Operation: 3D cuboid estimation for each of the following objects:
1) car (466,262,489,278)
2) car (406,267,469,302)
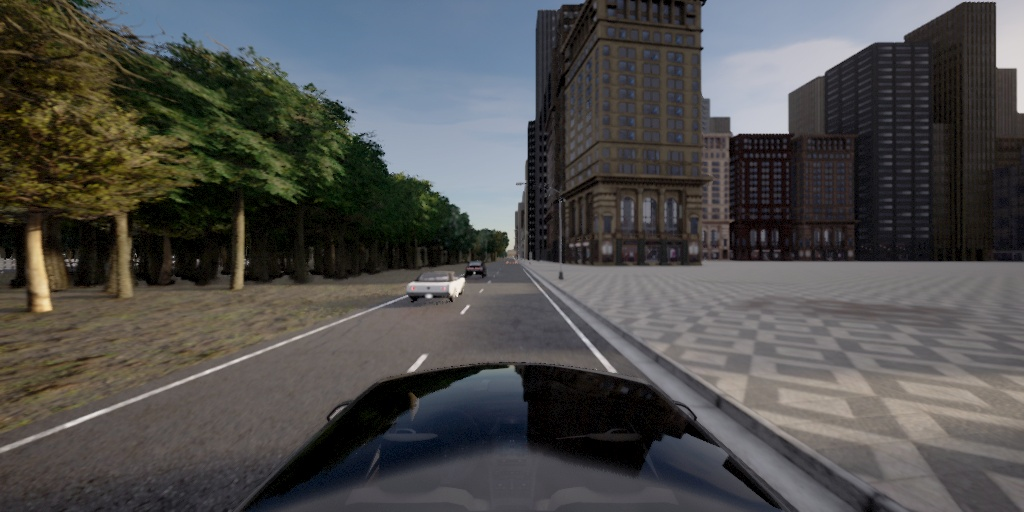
[{"bbox_3d":[-3.406,1.279,34.664,1.837,1.490,4.892,0,0,0],"label":"car"},{"bbox_3d":[-3.402,1.362,16.911,1.895,1.301,4.718,0,0,0],"label":"car"}]
